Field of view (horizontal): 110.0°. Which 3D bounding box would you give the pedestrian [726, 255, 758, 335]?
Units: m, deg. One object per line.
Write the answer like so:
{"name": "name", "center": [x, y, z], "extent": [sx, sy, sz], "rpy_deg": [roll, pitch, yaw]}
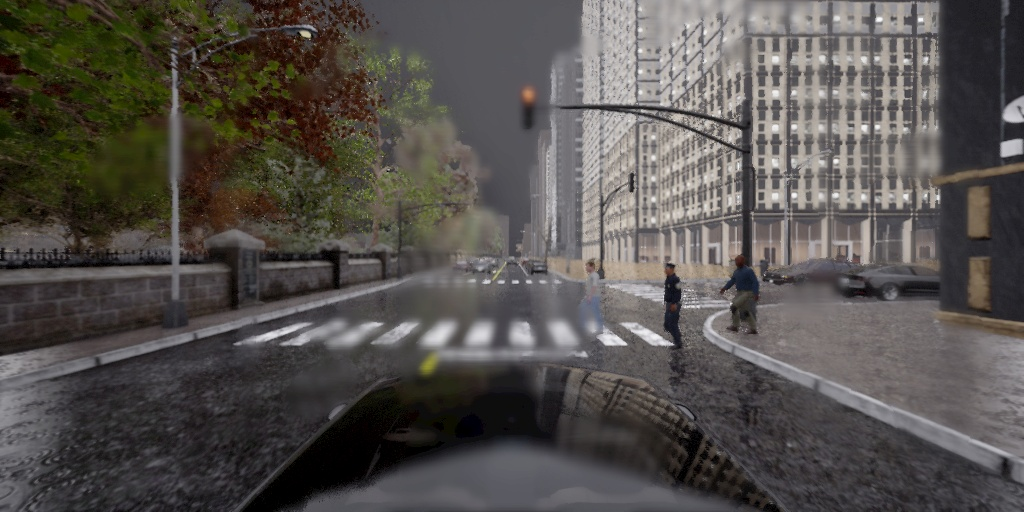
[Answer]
{"name": "pedestrian", "center": [5.197, 0.861, 8.108], "extent": [0.375, 1.860, 0.375], "rpy_deg": [0, 0, 0]}

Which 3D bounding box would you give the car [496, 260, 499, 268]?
{"name": "car", "center": [-3.069, 1.095, 54.782], "extent": [1.994, 1.385, 4.181], "rpy_deg": [0, 0, 0]}

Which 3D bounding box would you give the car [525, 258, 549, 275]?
{"name": "car", "center": [2.684, 1.168, 36.155], "extent": [1.948, 1.339, 4.313], "rpy_deg": [0, 0, 0]}

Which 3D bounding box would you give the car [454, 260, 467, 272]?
{"name": "car", "center": [-5.697, 1.161, 41.786], "extent": [1.802, 1.307, 4.207], "rpy_deg": [0, 0, 0]}

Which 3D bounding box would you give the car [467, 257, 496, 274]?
{"name": "car", "center": [-3.095, 1.089, 37.348], "extent": [2.128, 1.511, 4.902], "rpy_deg": [0, 0, 0]}

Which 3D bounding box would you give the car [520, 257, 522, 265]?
{"name": "car", "center": [2.681, 1.042, 64.318], "extent": [1.888, 1.381, 4.507], "rpy_deg": [0, 0, 0]}

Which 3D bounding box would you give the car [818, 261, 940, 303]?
{"name": "car", "center": [14.683, 0.970, 13.573], "extent": [4.313, 1.339, 1.948], "rpy_deg": [0, 0, 0]}

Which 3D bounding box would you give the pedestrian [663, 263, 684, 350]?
{"name": "pedestrian", "center": [3.369, 1.017, 7.508], "extent": [0.375, 1.860, 0.375], "rpy_deg": [0, 0, 0]}

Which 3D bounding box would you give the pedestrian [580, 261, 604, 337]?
{"name": "pedestrian", "center": [1.944, 1.010, 8.707], "extent": [0.375, 1.860, 0.375], "rpy_deg": [0, 0, 0]}

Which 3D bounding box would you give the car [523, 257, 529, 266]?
{"name": "car", "center": [2.683, 1.145, 41.788], "extent": [1.948, 1.339, 4.313], "rpy_deg": [0, 0, 0]}

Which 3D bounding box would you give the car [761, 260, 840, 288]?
{"name": "car", "center": [16.648, 0.915, 19.375], "extent": [5.357, 1.411, 2.033], "rpy_deg": [-1, 0, 0]}

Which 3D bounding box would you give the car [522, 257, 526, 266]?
{"name": "car", "center": [2.683, 1.124, 47.420], "extent": [1.948, 1.339, 4.313], "rpy_deg": [0, 0, 0]}

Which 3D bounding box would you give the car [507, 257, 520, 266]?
{"name": "car", "center": [-0.010, 1.007, 62.987], "extent": [1.837, 1.490, 4.892], "rpy_deg": [0, 0, 0]}
